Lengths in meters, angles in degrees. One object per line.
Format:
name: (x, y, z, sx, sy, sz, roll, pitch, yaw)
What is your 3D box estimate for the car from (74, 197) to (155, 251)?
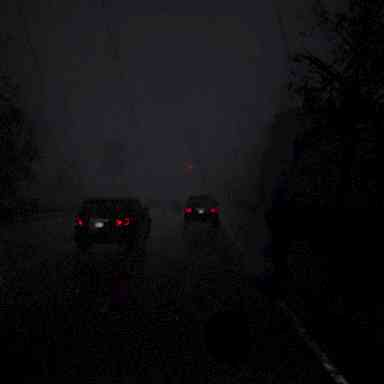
car: (-3.149, 1.228, 14.220, 2.150, 2.045, 5.566, 0, 0, 2)

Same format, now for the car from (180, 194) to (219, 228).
car: (0.647, 1.237, 22.324, 2.150, 2.045, 5.566, 0, 0, 2)

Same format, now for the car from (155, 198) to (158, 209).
car: (-5.262, 1.573, 45.264, 2.033, 1.411, 5.357, 0, 0, 3)

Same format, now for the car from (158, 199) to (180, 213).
car: (-2.122, 1.512, 37.099, 2.128, 1.511, 4.902, 0, 0, 3)

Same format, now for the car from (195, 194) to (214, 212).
car: (1.554, 1.245, 40.033, 2.150, 2.045, 5.566, 0, 0, 3)

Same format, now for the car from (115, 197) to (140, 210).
car: (-8.757, 1.523, 45.456, 2.128, 1.511, 4.902, 0, 0, 4)
